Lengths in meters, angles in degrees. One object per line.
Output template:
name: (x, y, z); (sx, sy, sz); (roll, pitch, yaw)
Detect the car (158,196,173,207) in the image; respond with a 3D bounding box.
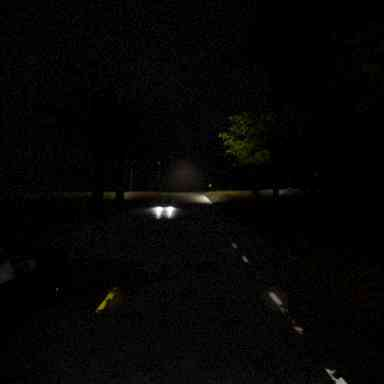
car: (-3.588, 1.271, 45.316); (1.895, 1.301, 4.718); (0, 1, 0)

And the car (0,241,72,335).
car: (-3.600, 1.542, 5.196); (2.033, 1.411, 5.357); (0, 0, 0)
